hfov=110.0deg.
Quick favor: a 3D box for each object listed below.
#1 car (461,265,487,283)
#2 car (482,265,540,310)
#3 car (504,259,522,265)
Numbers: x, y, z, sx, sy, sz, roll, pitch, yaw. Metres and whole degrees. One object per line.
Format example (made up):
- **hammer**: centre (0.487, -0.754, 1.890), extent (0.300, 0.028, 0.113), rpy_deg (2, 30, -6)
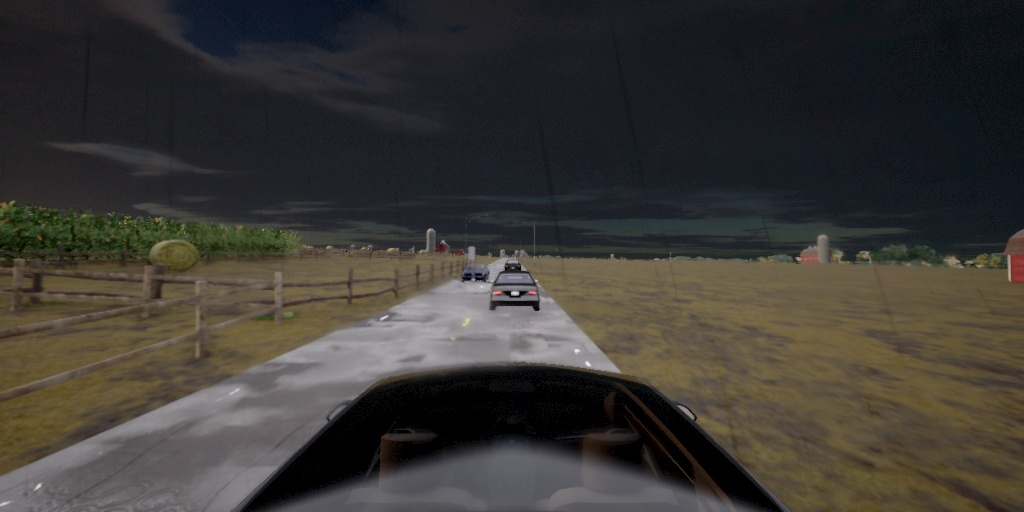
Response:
- **car**: centre (-2.748, 1.345, 27.678), extent (1.895, 1.301, 4.718), rpy_deg (0, 0, 0)
- **car**: centre (0.101, 1.286, 14.479), extent (2.033, 1.411, 5.357), rpy_deg (0, 0, 0)
- **car**: centre (0.103, 1.093, 40.392), extent (1.882, 1.535, 5.008), rpy_deg (0, 0, 0)
